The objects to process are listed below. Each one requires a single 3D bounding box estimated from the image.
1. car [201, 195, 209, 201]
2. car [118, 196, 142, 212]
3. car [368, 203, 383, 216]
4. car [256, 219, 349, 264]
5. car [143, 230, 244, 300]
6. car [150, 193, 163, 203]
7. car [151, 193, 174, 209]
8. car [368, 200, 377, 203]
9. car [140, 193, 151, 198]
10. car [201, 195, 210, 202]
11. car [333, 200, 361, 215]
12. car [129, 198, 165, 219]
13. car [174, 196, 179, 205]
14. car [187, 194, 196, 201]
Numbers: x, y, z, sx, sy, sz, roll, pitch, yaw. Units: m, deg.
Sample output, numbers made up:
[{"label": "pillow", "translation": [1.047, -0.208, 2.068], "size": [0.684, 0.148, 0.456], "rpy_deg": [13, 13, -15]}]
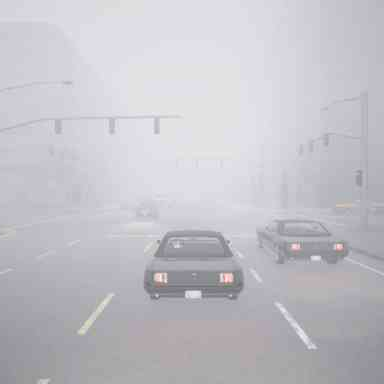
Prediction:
[{"label": "car", "translation": [3.387, 1.553, 87.462], "size": [1.994, 1.385, 4.181], "rpy_deg": [0, 0, 1]}, {"label": "car", "translation": [-7.441, 1.539, 39.453], "size": [1.812, 1.442, 4.674], "rpy_deg": [0, 0, -1]}, {"label": "car", "translation": [3.593, 1.221, 1.982], "size": [2.150, 2.045, 5.566], "rpy_deg": [0, 0, 0]}, {"label": "car", "translation": [3.548, 1.601, 11.734], "size": [1.895, 1.301, 4.718], "rpy_deg": [0, 0, 0]}, {"label": "car", "translation": [0.042, 1.601, 8.348], "size": [1.895, 1.301, 4.718], "rpy_deg": [0, 0, 0]}, {"label": "car", "translation": [-7.302, 1.223, 68.835], "size": [2.150, 2.045, 5.566], "rpy_deg": [0, 0, 1]}, {"label": "car", "translation": [-4.011, 1.222, 46.178], "size": [2.150, 2.045, 5.566], "rpy_deg": [0, 0, -1]}, {"label": "car", "translation": [19.269, 1.547, 30.848], "size": [4.902, 1.511, 2.128], "rpy_deg": [0, 0, 0]}, {"label": "car", "translation": [-7.521, 1.223, 53.891], "size": [2.150, 2.045, 5.566], "rpy_deg": [0, 0, 0]}, {"label": "car", "translation": [3.288, 1.595, 77.487], "size": [1.895, 1.301, 4.718], "rpy_deg": [0, 0, 1]}, {"label": "car", "translation": [17.206, 1.533, 34.350], "size": [5.008, 1.535, 1.882], "rpy_deg": [0, 0, 0]}, {"label": "car", "translation": [-3.794, 1.517, 29.018], "size": [2.128, 1.511, 4.902], "rpy_deg": [0, 0, -1]}, {"label": "car", "translation": [-3.961, 1.563, 59.874], "size": [1.994, 1.385, 4.181], "rpy_deg": [0, 0, 1]}, {"label": "car", "translation": [-0.114, 1.355, 87.333], "size": [2.097, 1.767, 4.553], "rpy_deg": [0, 0, 1]}]
